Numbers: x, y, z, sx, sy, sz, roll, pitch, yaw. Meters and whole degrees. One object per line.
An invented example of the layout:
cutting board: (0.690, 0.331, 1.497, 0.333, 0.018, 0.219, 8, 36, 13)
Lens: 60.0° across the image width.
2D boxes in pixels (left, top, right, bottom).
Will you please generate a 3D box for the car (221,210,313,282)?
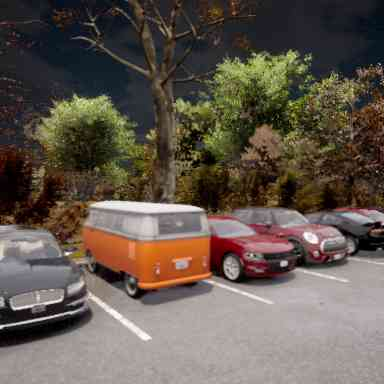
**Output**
car: (0.797, 1.479, 10.159, 2.097, 1.535, 5.008, 0, 0, -35)

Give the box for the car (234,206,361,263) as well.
car: (3.081, 1.353, 11.820, 2.185, 1.767, 4.553, 0, 0, -35)

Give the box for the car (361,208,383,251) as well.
car: (5.400, 1.478, 13.430, 2.097, 1.535, 5.008, 0, 0, -35)

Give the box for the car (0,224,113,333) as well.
car: (-3.701, 1.481, 6.954, 2.231, 1.521, 4.892, 0, 0, -35)

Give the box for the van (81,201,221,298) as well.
van: (-1.463, 1.253, 8.683, 1.878, 1.987, 4.442, 0, 0, -35)
